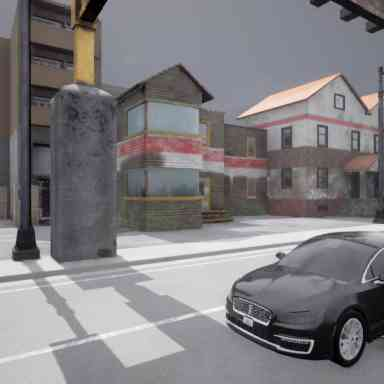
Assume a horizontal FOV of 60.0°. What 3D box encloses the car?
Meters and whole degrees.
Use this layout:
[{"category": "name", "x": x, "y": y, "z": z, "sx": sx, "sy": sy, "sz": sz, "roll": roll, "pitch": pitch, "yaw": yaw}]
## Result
[{"category": "car", "x": 2.796, "y": 1.505, "z": 5.830, "sx": 4.892, "sy": 1.490, "sz": 1.837, "roll": 0, "pitch": 0, "yaw": -33}]
